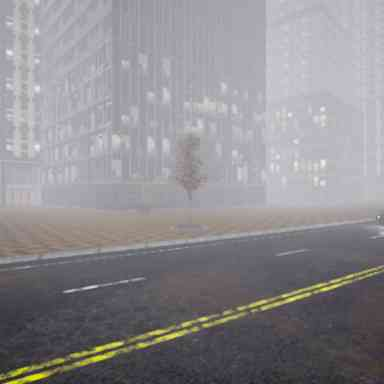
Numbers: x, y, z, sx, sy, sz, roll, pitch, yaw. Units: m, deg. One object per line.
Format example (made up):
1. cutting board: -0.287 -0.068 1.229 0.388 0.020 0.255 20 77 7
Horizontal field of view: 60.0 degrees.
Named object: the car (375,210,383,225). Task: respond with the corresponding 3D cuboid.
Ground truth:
1. car: 14.975 1.556 23.585 5.357 1.411 2.033 0 0 -40
